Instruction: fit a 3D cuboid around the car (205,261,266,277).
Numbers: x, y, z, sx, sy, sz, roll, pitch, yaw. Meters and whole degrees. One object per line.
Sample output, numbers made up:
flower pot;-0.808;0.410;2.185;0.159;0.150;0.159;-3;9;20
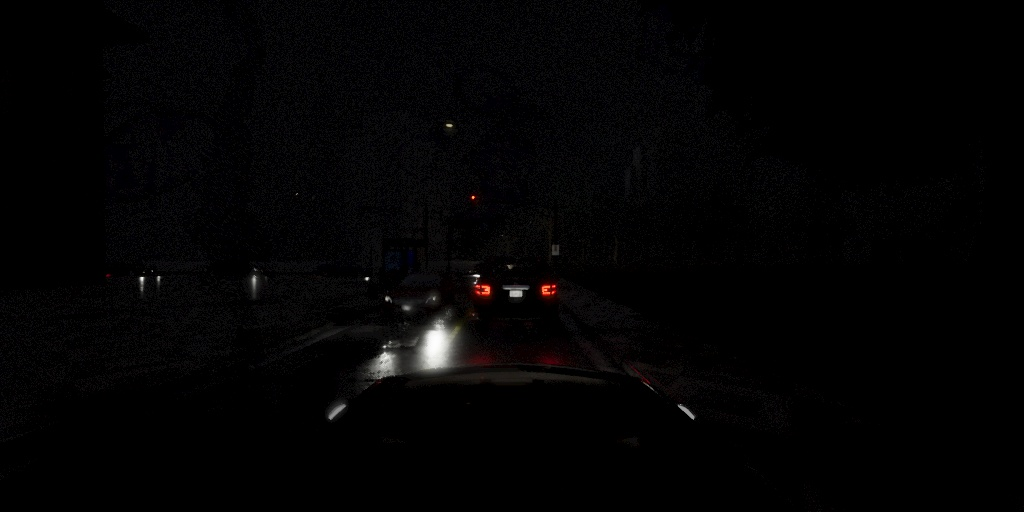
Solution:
car;-25.346;1.194;32.971;4.892;1.490;1.837;0;0;1

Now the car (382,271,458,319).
car;-3.096;1.278;12.915;1.812;1.442;4.674;0;0;0

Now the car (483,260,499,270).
car;-3.084;1.272;53.287;2.033;1.411;5.357;0;0;0

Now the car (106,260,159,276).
car;-35.719;1.164;33.247;4.892;1.490;1.837;0;0;2

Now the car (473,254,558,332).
car;0.098;0.974;11.026;2.150;2.045;5.566;0;0;0

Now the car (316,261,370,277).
car;-15.160;1.195;32.714;5.008;1.535;1.882;0;0;0

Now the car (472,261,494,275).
car;-3.088;1.303;39.078;1.994;1.385;4.181;0;0;0

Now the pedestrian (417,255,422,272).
pedestrian;-10.074;0.822;38.815;0.375;1.860;0.375;0;0;1
